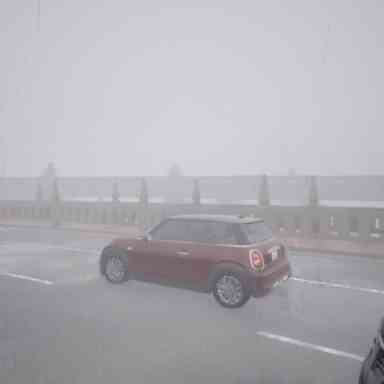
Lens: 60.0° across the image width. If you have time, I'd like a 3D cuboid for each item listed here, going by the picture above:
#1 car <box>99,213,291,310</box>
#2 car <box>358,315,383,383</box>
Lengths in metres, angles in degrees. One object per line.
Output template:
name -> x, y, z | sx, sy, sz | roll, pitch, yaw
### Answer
car -> -0.099, 1.318, 7.960 | 4.553, 1.767, 2.097 | 0, 0, 33
car -> 3.693, 1.208, 1.213 | 5.566, 2.045, 2.150 | 0, 0, 37
